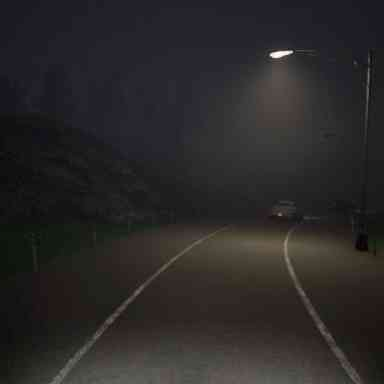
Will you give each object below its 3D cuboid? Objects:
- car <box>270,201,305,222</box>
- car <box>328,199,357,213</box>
[{"bbox_3d":[7.406,1.406,25.712,1.812,1.442,4.674,3,1,29],"label":"car"},{"bbox_3d":[17.511,1.551,38.641,4.902,1.511,2.128,1,3,-45],"label":"car"}]
